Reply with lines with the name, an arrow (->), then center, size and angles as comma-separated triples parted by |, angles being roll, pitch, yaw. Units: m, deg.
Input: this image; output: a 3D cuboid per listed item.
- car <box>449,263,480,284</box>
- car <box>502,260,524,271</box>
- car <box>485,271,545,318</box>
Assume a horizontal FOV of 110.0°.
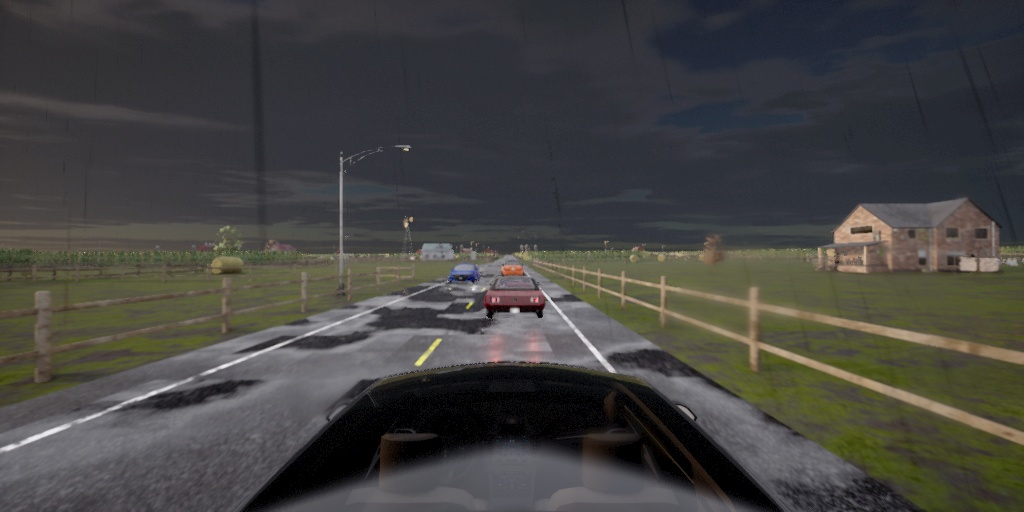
car -> -3.593, 1.303, 27.705 | 1.882, 1.535, 5.008 | 0, 0, 0
car -> 0.097, 1.193, 35.044 | 2.097, 1.767, 4.553 | 0, 0, 0
car -> 0.098, 1.386, 13.215 | 1.895, 1.301, 4.718 | 0, 0, 0
